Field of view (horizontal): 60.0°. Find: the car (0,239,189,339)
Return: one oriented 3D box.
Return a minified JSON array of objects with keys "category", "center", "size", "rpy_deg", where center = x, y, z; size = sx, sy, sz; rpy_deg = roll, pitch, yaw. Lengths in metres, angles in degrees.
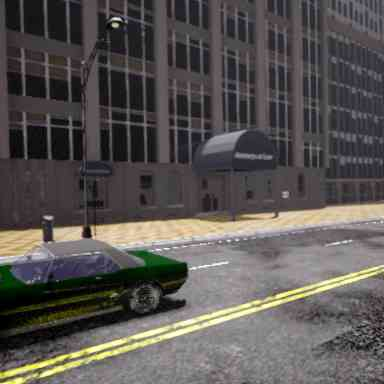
[{"category":"car","center":[-2.470,1.591,5.894],"size":[4.718,1.301,1.895],"rpy_deg":[-1,0,-35]}]
